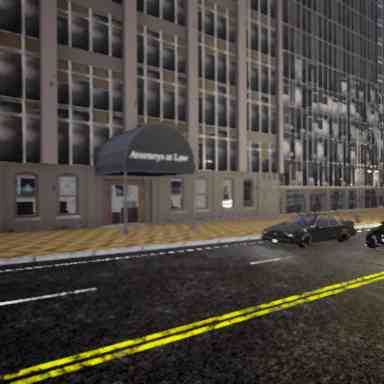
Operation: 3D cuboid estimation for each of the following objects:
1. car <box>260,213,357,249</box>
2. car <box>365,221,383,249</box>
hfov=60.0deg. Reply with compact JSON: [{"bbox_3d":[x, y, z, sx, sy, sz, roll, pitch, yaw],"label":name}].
[{"bbox_3d":[5.695,1.723,15.768,5.357,1.411,2.033,1,-1,-36],"label":"car"},{"bbox_3d":[9.329,1.753,14.371,4.181,1.385,1.994,1,-1,-36],"label":"car"}]
